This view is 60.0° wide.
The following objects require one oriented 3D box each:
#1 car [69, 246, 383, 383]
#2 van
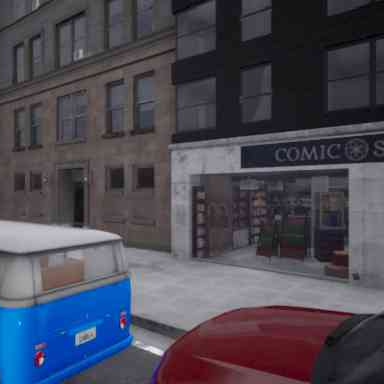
[{"bbox_3d":[1.955,1.315,1.415,5.009,1.841,2.192,0,0,36],"label":"car"},{"bbox_3d":[-2.665,1.338,4.718,3.998,1.788,1.690,0,0,36],"label":"van"}]
